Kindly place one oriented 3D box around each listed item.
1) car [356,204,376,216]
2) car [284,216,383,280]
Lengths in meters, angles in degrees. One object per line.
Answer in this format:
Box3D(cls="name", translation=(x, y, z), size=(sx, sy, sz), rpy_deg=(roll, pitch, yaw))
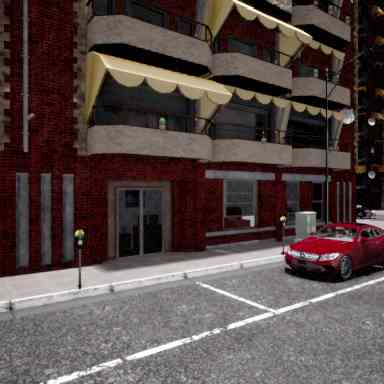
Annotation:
Box3D(cls="car", translation=(15.520, 1.806, 32.910), size=(2.128, 1.511, 4.902), rpy_deg=(0, -1, -36))
Box3D(cls="car", translation=(4.569, 1.582, 9.867), size=(4.206, 1.307, 1.802), rpy_deg=(0, 0, -35))
